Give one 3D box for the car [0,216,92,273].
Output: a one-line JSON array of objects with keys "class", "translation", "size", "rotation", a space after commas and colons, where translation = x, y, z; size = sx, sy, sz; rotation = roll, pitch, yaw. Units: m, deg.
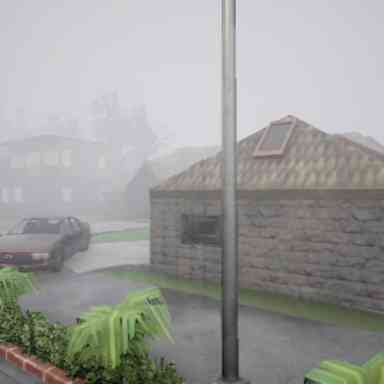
[{"class": "car", "translation": [-4.599, 1.486, 10.607], "size": [2.033, 1.415, 5.357], "rotation": [0, 0, -4]}]
